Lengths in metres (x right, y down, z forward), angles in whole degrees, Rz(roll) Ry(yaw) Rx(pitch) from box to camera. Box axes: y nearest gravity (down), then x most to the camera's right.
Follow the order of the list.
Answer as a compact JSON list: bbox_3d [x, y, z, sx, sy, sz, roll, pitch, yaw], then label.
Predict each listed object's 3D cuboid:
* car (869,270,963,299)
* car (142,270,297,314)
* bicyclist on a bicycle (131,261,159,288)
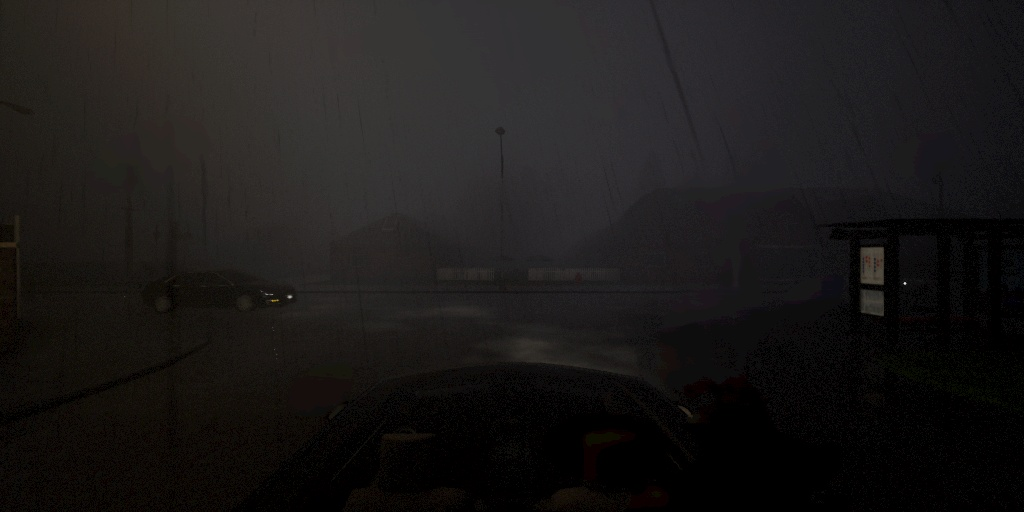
[{"bbox_3d":[20.338,1.350,17.314,4.718,1.301,1.895,0,0,0],"label":"car"},{"bbox_3d":[-10.607,1.254,13.197,4.892,1.490,1.837,0,0,0],"label":"car"},{"bbox_3d":[-22.104,1.098,21.627,0.582,1.620,1.656,0,0,0],"label":"bicyclist on a bicycle"}]
